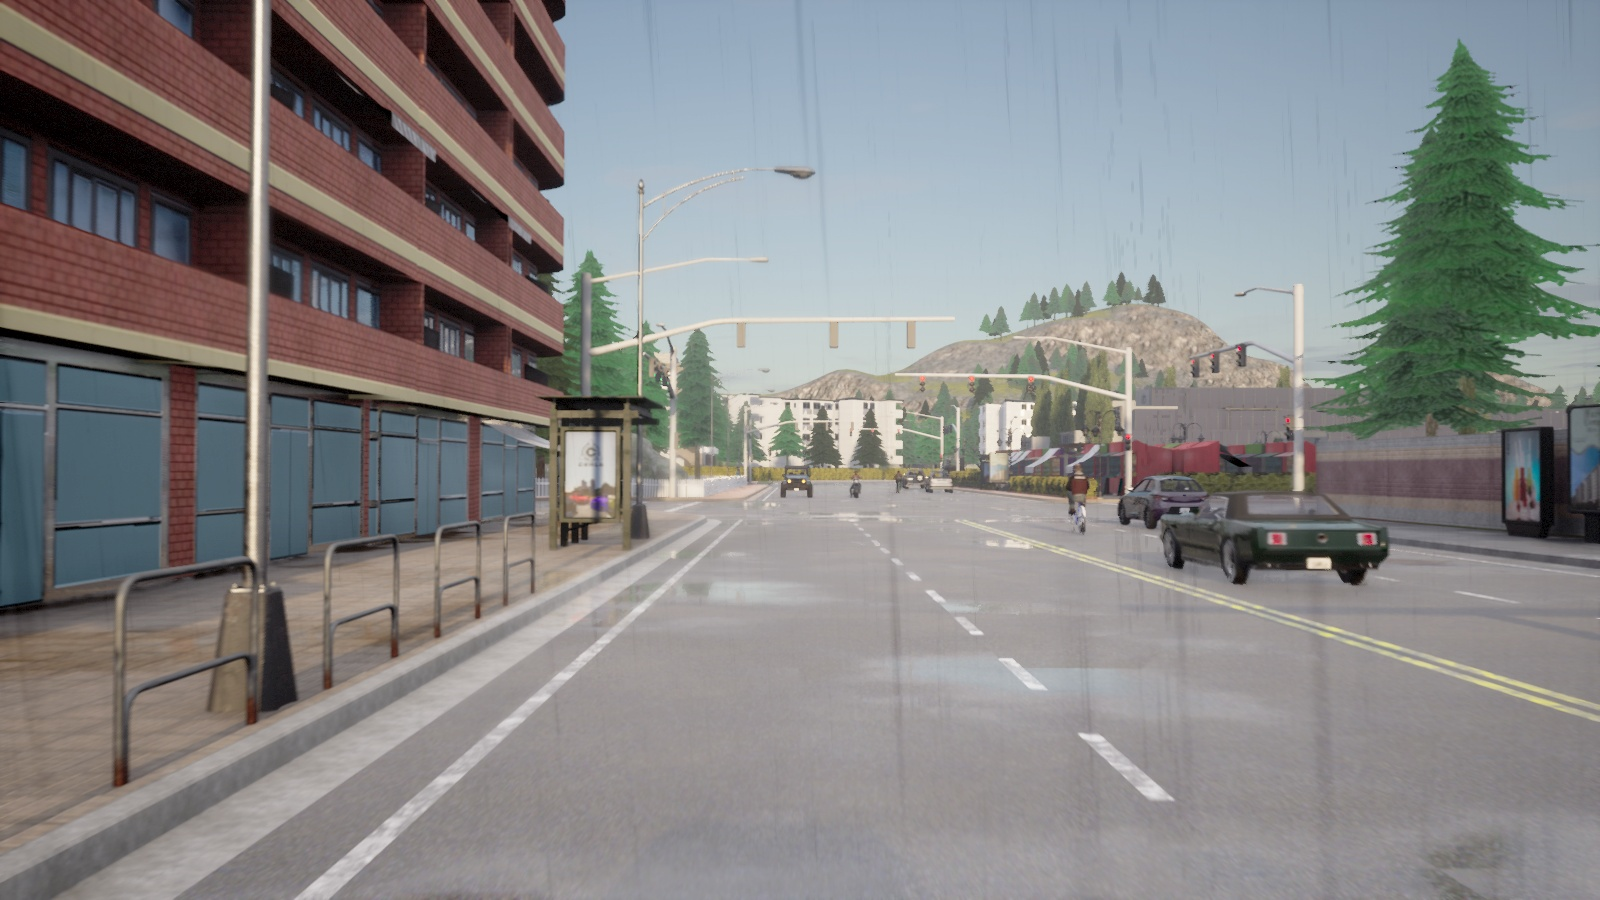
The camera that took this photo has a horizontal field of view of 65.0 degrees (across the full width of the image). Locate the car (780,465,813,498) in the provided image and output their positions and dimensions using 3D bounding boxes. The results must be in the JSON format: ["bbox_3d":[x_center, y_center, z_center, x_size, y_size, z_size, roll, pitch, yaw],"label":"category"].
[{"bbox_3d":[-0.187,1.851,74.049,1.905,1.878,3.866,0,-1,0],"label":"car"}]

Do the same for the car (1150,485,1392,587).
[{"bbox_3d":[6.946,1.207,19.111,1.895,1.301,4.718,0,-1,0],"label":"car"}]

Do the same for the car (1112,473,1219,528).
[{"bbox_3d":[10.408,1.390,36.047,1.816,1.474,4.193,0,-1,0],"label":"car"}]

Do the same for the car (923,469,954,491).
[{"bbox_3d":[10.265,2.229,93.030,1.851,1.617,3.988,0,-1,0],"label":"car"}]

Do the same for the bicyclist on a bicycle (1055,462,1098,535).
[{"bbox_3d":[6.919,1.185,31.537,0.659,1.776,1.843,0,-1,0],"label":"bicyclist on a bicycle"}]
